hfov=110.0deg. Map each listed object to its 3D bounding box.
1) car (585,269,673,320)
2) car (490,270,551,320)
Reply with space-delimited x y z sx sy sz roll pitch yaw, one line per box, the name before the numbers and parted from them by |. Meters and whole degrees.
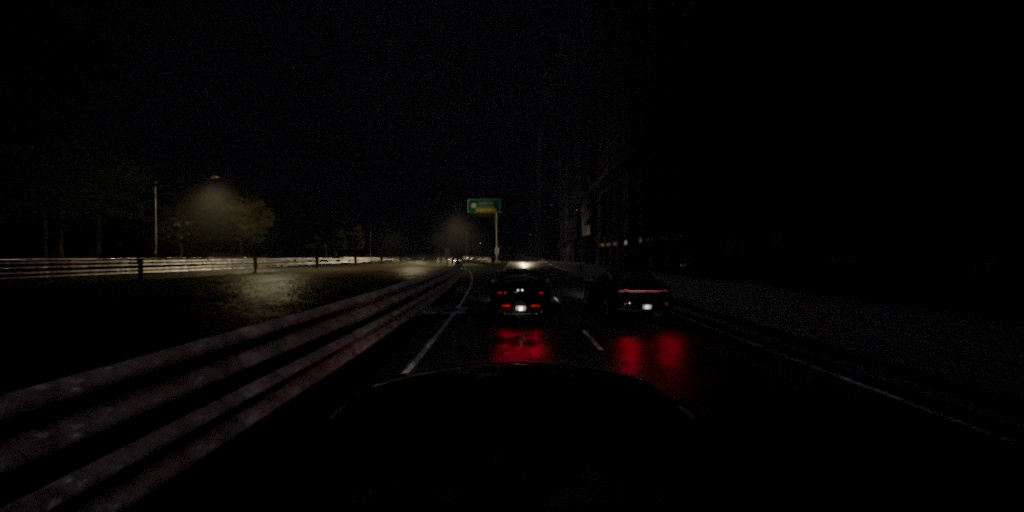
car | 3.782 1.184 12.350 2.128 1.511 4.902 0 0 1
car | 0.286 1.203 12.474 1.837 1.490 4.892 0 0 1
